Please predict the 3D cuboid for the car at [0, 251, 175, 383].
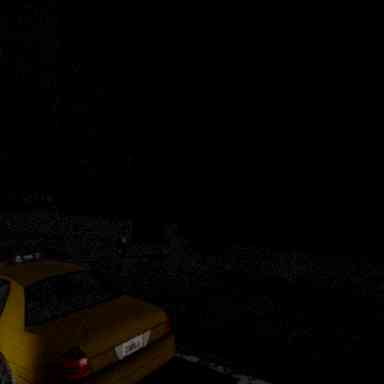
[{"bbox_3d":[-2.477,1.525,4.726,4.829,1.417,1.752,0,0,35],"label":"car"}]
